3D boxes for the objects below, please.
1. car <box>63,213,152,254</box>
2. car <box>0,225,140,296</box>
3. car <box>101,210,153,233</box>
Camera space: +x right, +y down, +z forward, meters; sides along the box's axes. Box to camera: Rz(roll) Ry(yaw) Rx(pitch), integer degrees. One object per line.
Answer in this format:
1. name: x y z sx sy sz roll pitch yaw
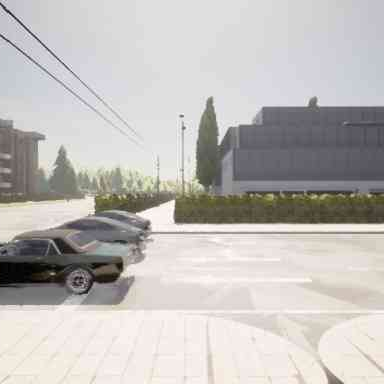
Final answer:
1. car: -3.699 1.563 11.538 4.181 1.385 1.994 0 0 -1
2. car: -3.824 1.601 8.040 4.718 1.301 1.895 0 0 -1
3. car: -3.935 1.563 15.493 4.181 1.385 1.994 0 0 7
